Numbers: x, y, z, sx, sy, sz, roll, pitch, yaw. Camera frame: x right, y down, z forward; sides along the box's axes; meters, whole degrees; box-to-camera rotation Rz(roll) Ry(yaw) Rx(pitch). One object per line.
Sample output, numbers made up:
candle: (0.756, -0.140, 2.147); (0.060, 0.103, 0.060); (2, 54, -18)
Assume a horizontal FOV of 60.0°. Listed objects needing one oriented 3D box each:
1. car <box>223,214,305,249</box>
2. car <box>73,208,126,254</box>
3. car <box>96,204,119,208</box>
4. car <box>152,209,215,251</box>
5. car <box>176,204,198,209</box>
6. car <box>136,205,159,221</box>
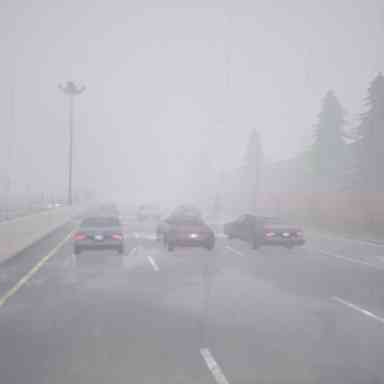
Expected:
car: (3.070, 1.703, 15.365); (2.033, 1.411, 5.357); (1, 0, -13)
car: (-3.739, 1.604, 13.746); (2.033, 1.411, 5.357); (1, 0, -13)
car: (-7.279, 1.688, 28.640); (1.994, 1.385, 4.181); (1, 0, -13)
car: (-0.399, 1.672, 14.848); (1.994, 1.385, 4.181); (1, 0, -13)
car: (-0.464, 1.787, 30.244); (1.994, 1.385, 4.181); (1, 0, -13)
car: (-3.832, 1.773, 29.262); (1.895, 1.301, 4.718); (1, 0, -13)
